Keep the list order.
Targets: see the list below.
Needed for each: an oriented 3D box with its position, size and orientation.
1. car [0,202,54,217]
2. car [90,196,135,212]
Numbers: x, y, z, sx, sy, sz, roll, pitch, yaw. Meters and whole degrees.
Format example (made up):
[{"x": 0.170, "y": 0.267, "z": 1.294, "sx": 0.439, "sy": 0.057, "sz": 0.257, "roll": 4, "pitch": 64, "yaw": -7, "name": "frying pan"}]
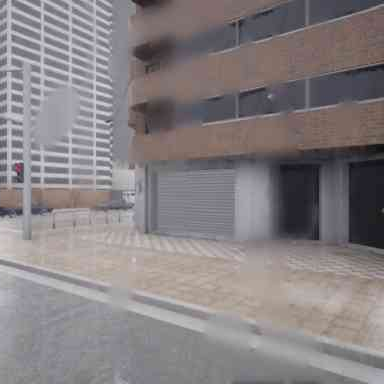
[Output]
[{"x": -15.559, "y": 1.601, "z": 30.977, "sx": 1.895, "sy": 1.301, "sz": 4.718, "roll": 0, "pitch": 0, "yaw": 36, "name": "car"}, {"x": -9.403, "y": 1.547, "z": 39.434, "sx": 2.033, "sy": 1.411, "sz": 5.357, "roll": 0, "pitch": 0, "yaw": 36, "name": "car"}]
